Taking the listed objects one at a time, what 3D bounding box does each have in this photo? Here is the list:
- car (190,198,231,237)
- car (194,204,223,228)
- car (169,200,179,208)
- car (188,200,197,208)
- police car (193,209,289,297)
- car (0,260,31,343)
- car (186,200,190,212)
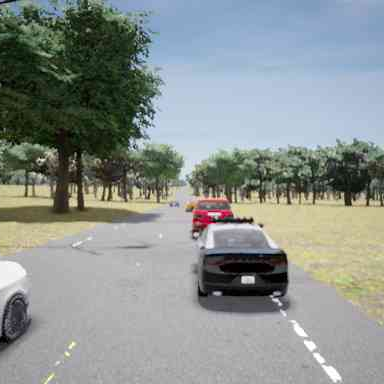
[{"bbox_3d":[1.095,1.371,18.817,2.150,2.045,5.566,0,-1,0],"label":"car"},{"bbox_3d":[1.109,1.693,24.788,1.882,1.535,5.008,0,-1,0],"label":"car"},{"bbox_3d":[-3.439,2.271,65.096,2.128,1.511,4.902,0,-1,0],"label":"car"},{"bbox_3d":[0.077,2.288,64.001,1.812,1.442,4.674,0,-1,0],"label":"car"},{"bbox_3d":[1.071,1.482,8.893,1.930,1.638,5.238,0,0,0],"label":"police car"},{"bbox_3d":[-3.592,1.547,3.803,1.812,1.442,4.674,0,0,0],"label":"car"},{"bbox_3d":[0.135,1.986,46.717,1.882,1.535,5.008,0,-1,1],"label":"car"}]
